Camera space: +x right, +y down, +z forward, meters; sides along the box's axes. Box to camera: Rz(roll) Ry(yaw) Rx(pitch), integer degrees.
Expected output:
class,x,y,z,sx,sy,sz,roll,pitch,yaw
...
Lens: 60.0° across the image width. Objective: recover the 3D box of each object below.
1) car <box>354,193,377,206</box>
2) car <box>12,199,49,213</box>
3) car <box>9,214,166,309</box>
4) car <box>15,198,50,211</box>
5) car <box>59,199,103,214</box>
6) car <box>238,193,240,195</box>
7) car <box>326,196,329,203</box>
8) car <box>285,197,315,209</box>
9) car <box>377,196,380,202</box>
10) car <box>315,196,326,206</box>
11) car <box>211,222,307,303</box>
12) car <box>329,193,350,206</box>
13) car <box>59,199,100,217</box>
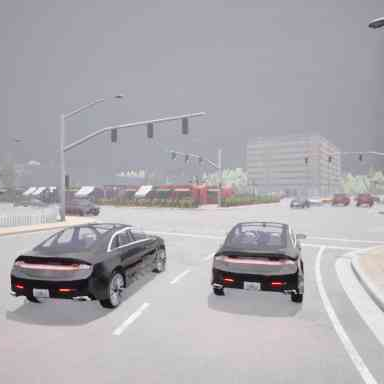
class,x,y,z,sx,sy,sz,roll,pitch,yaw
car,27.872,1.221,53.425,2.150,2.045,5.566,0,0,32
car,-18.117,1.619,36.966,4.181,1.385,1.994,0,0,32
car,-2.035,1.492,7.980,2.128,1.511,4.902,0,0,12
car,-20.365,1.581,42.508,4.674,1.442,1.812,0,0,32
car,-12.563,1.547,37.617,4.902,1.511,2.128,0,0,32
car,11.527,1.209,88.628,4.605,1.855,1.932,0,0,32
car,25.682,1.478,63.427,1.882,1.535,5.008,0,0,32
car,15.146,1.491,46.470,2.128,1.511,4.902,0,0,32
car,42.463,1.524,77.297,1.812,1.442,4.674,0,0,32
car,20.318,1.526,54.846,1.812,1.442,4.674,0,0,32
car,1.783,1.492,8.358,2.128,1.511,4.902,0,0,17
car,24.783,1.221,55.083,2.150,2.045,5.566,0,0,32
car,-11.003,1.619,32.491,4.181,1.385,1.994,0,0,33
